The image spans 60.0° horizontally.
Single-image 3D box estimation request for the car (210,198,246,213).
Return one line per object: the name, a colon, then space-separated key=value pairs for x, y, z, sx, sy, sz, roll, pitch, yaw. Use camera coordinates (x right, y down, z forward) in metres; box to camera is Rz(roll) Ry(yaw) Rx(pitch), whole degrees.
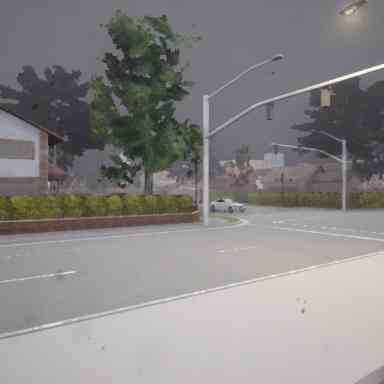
car: x=3.795 y=1.435 z=36.354 sx=1.812 sy=1.442 sz=4.674 roll=0 pitch=0 yaw=-36
